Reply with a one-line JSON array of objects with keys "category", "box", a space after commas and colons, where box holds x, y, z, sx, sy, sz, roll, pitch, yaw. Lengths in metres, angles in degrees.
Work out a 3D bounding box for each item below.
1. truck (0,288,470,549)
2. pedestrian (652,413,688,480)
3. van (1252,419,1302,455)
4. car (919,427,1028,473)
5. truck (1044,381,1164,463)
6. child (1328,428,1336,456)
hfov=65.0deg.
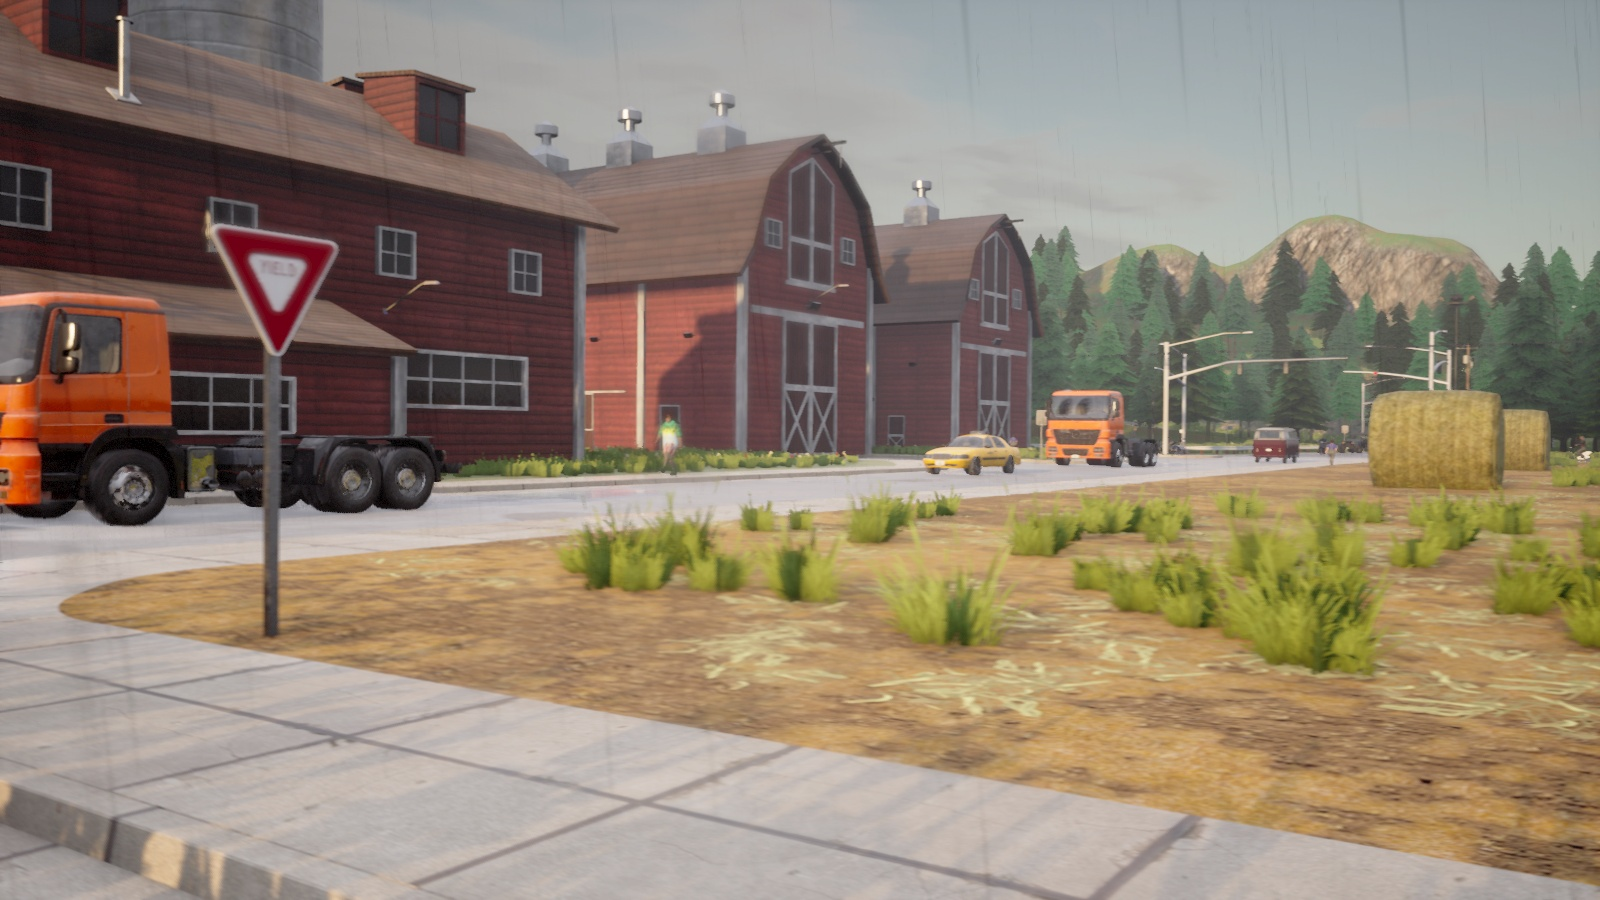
[{"category": "truck", "box": [-9.503, -0.480, 20.741, 2.891, 3.462, 7.936, 0, 1, 33]}, {"category": "pedestrian", "box": [-3.823, -0.110, 36.904, 0.659, 1.952, 0.873, 0, 1, 30]}, {"category": "van", "box": [27.029, -0.764, 71.098, 1.775, 1.987, 4.442, 0, 1, 33]}, {"category": "car", "box": [6.364, -0.040, 45.424, 1.801, 1.575, 5.366, 0, 1, 33]}, {"category": "truck", "box": [13.983, -1.223, 57.271, 2.891, 3.462, 7.936, 0, 0, 33]}, {"category": "child", "box": [24.450, -0.367, 57.715, 0.270, 1.263, 0.437, 0, 1, 34]}]
